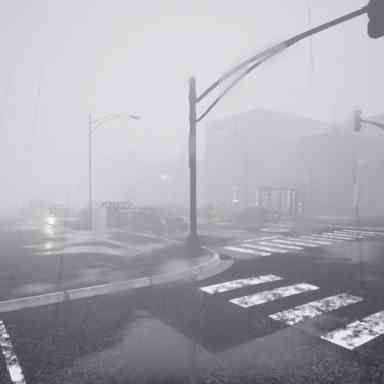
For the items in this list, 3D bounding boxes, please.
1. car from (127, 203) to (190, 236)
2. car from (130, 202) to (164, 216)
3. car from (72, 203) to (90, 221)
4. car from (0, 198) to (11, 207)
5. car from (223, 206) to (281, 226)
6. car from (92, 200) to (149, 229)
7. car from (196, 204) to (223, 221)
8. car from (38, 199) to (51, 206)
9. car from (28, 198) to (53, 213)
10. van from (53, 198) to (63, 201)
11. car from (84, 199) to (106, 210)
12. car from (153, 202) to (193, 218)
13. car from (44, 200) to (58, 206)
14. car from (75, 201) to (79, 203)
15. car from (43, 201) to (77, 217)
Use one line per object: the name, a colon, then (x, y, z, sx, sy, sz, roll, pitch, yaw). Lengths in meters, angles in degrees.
car: (-1.997, 1.674, 20.305, 1.967, 1.590, 4.097, -1, 0, -36)
car: (-5.290, 1.911, 38.893, 2.008, 1.369, 4.403, -1, 0, -36)
car: (-8.688, 1.919, 29.419, 2.008, 1.369, 4.403, -1, 0, -36)
car: (-42.194, 2.358, 74.961, 2.192, 1.841, 5.009, -1, 0, -36)
car: (4.751, 1.725, 25.222, 1.947, 1.339, 4.313, -1, 0, -36)
car: (-5.346, 1.616, 24.862, 2.192, 1.841, 5.009, -1, 0, -36)
car: (1.303, 1.753, 29.916, 1.752, 1.417, 4.829, -1, 0, -36)
car: (-35.510, 2.495, 80.041, 1.752, 1.417, 4.829, -1, 0, -36)
car: (-22.080, 1.952, 47.645, 2.192, 1.841, 5.009, -1, 0, -36)
van: (-28.721, 2.174, 70.790, 1.690, 1.788, 3.998, -1, 0, -36)
car: (-15.333, 2.003, 52.563, 1.967, 1.590, 4.097, -1, 0, -36)
car: (-2.044, 1.821, 34.473, 1.752, 1.417, 4.829, -1, 0, -36)
car: (-32.062, 2.445, 75.347, 1.887, 1.381, 4.507, -1, 0, -36)
car: (-22.022, 2.280, 61.677, 1.802, 1.307, 4.206, -1, 0, -36)
car: (-15.382, 2.053, 38.532, 2.008, 1.369, 4.403, -1, 0, -36)
